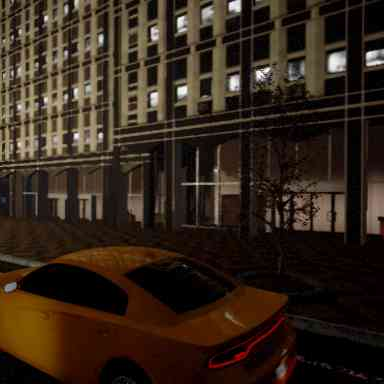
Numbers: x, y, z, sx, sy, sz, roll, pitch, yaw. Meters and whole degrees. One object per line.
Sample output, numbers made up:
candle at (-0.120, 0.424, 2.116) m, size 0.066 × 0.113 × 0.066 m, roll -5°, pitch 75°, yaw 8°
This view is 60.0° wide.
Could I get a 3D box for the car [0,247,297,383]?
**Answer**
car at (-1.183, 1.505, 4.532) m, size 5.008 × 1.535 × 1.882 m, roll 0°, pitch 0°, yaw 36°
